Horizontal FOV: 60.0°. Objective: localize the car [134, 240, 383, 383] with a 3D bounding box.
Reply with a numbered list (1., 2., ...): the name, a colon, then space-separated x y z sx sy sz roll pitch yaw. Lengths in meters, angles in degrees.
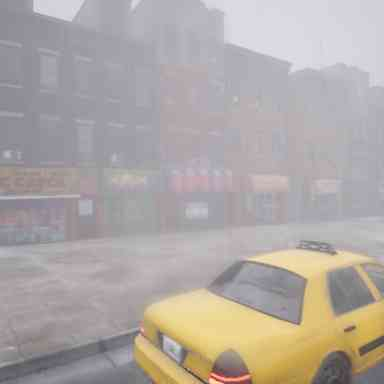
1. car: 1.894 1.453 4.632 5.366 1.575 1.801 0 0 -36
